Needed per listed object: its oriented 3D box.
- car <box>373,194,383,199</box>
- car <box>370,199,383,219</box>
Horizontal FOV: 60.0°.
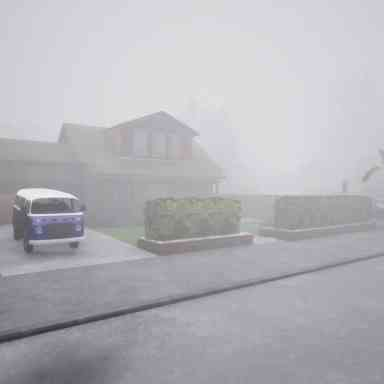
[{"bbox_3d":[23.994,0.985,40.731,3.866,1.878,1.905,0,0,0],"label":"car"},{"bbox_3d":[14.348,1.526,26.155,1.812,1.442,4.674,0,0,-34],"label":"car"}]
